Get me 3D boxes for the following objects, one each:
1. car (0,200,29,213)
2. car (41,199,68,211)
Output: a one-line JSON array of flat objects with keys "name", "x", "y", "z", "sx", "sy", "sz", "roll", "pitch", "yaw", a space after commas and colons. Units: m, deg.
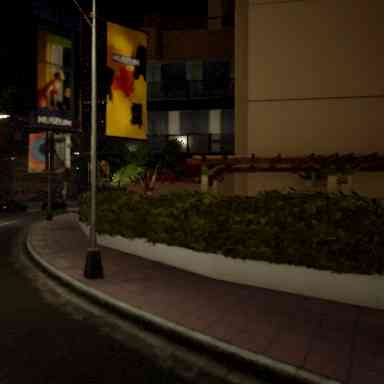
[{"name": "car", "x": -20.733, "y": 1.658, "z": 38.709, "sx": 1.994, "sy": 1.385, "sz": 4.181, "roll": 0, "pitch": 0, "yaw": -3}, {"name": "car", "x": -17.292, "y": 1.622, "z": 42.006, "sx": 2.128, "sy": 1.511, "sz": 4.902, "roll": 0, "pitch": 0, "yaw": 0}]
